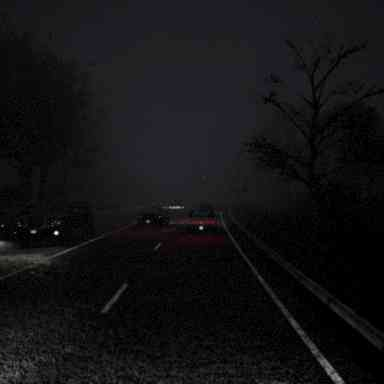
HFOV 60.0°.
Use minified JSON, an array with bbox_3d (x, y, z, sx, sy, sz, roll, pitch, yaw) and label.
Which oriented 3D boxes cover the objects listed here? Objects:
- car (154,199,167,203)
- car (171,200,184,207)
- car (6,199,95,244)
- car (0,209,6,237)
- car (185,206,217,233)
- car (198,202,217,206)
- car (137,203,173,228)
[{"bbox_3d":[-6.166,2.172,64.918,1.837,1.490,4.892,0,-1,8],"label":"car"},{"bbox_3d":[-2.762,2.203,63.964,1.994,1.385,4.181,0,-1,7],"label":"car"},{"bbox_3d":[-6.750,1.388,17.137,2.150,2.045,5.566,0,-1,2],"label":"car"},{"bbox_3d":[-10.176,1.685,18.764,1.837,1.490,4.892,0,-1,2],"label":"car"},{"bbox_3d":[0.642,1.817,21.508,1.895,1.301,4.718,0,-1,3],"label":"car"},{"bbox_3d":[1.777,1.898,39.184,1.837,1.490,4.892,0,-1,5],"label":"car"},{"bbox_3d":[-2.742,1.763,23.903,1.812,1.442,4.674,0,-1,3],"label":"car"}]
